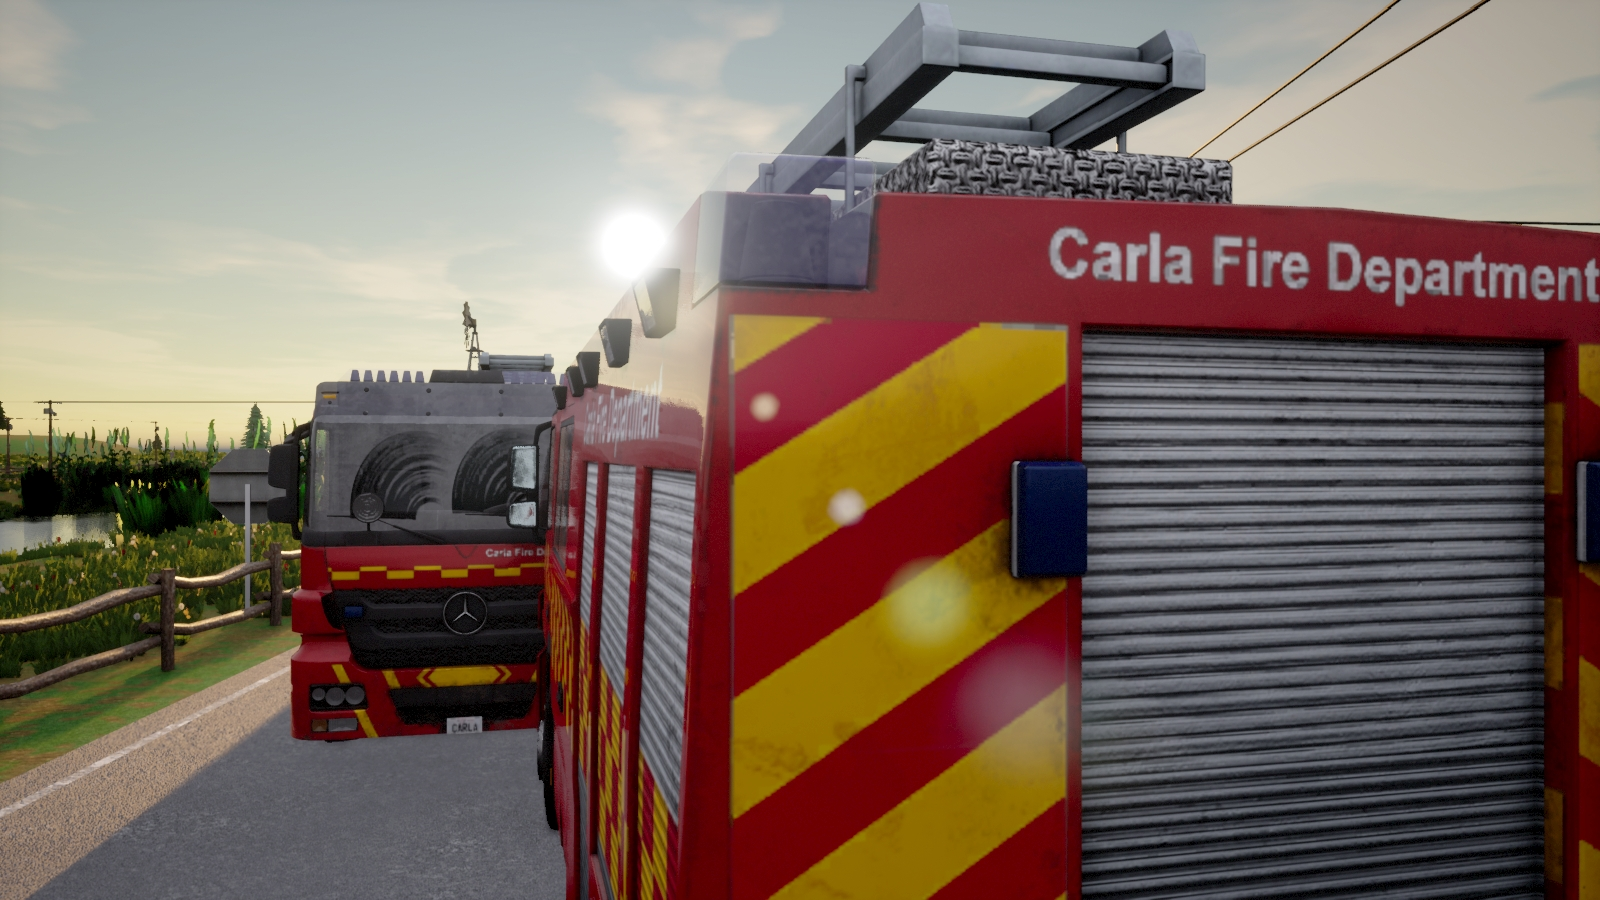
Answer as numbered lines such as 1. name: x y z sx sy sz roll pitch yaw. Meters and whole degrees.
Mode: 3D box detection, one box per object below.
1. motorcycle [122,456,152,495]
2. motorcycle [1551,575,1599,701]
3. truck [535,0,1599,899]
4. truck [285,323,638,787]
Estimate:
1. motorcycle: -41.315 1.577 71.202 0.803 2.348 2.033 0 0 -4
2. motorcycle: 9.790 2.142 13.135 1.805 1.316 0.856 0 0 -7
3. truck: 0.006 0.867 6.874 2.891 3.827 8.468 0 0 -15
4. truck: -3.907 0.862 13.889 2.891 3.827 8.468 0 0 -15
